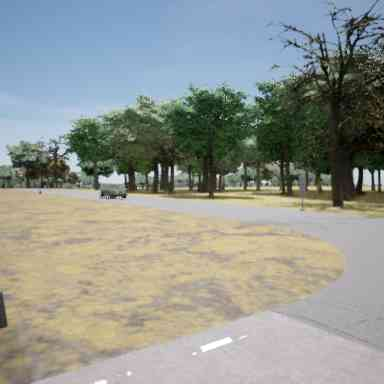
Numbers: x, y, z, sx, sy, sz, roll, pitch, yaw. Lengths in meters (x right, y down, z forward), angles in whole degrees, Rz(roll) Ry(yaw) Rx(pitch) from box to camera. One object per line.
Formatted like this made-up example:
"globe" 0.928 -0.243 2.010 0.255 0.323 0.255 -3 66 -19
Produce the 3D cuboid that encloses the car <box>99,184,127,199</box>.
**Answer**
"car" -10.974 -0.087 46.055 2.150 2.045 5.566 -1 2 -36
